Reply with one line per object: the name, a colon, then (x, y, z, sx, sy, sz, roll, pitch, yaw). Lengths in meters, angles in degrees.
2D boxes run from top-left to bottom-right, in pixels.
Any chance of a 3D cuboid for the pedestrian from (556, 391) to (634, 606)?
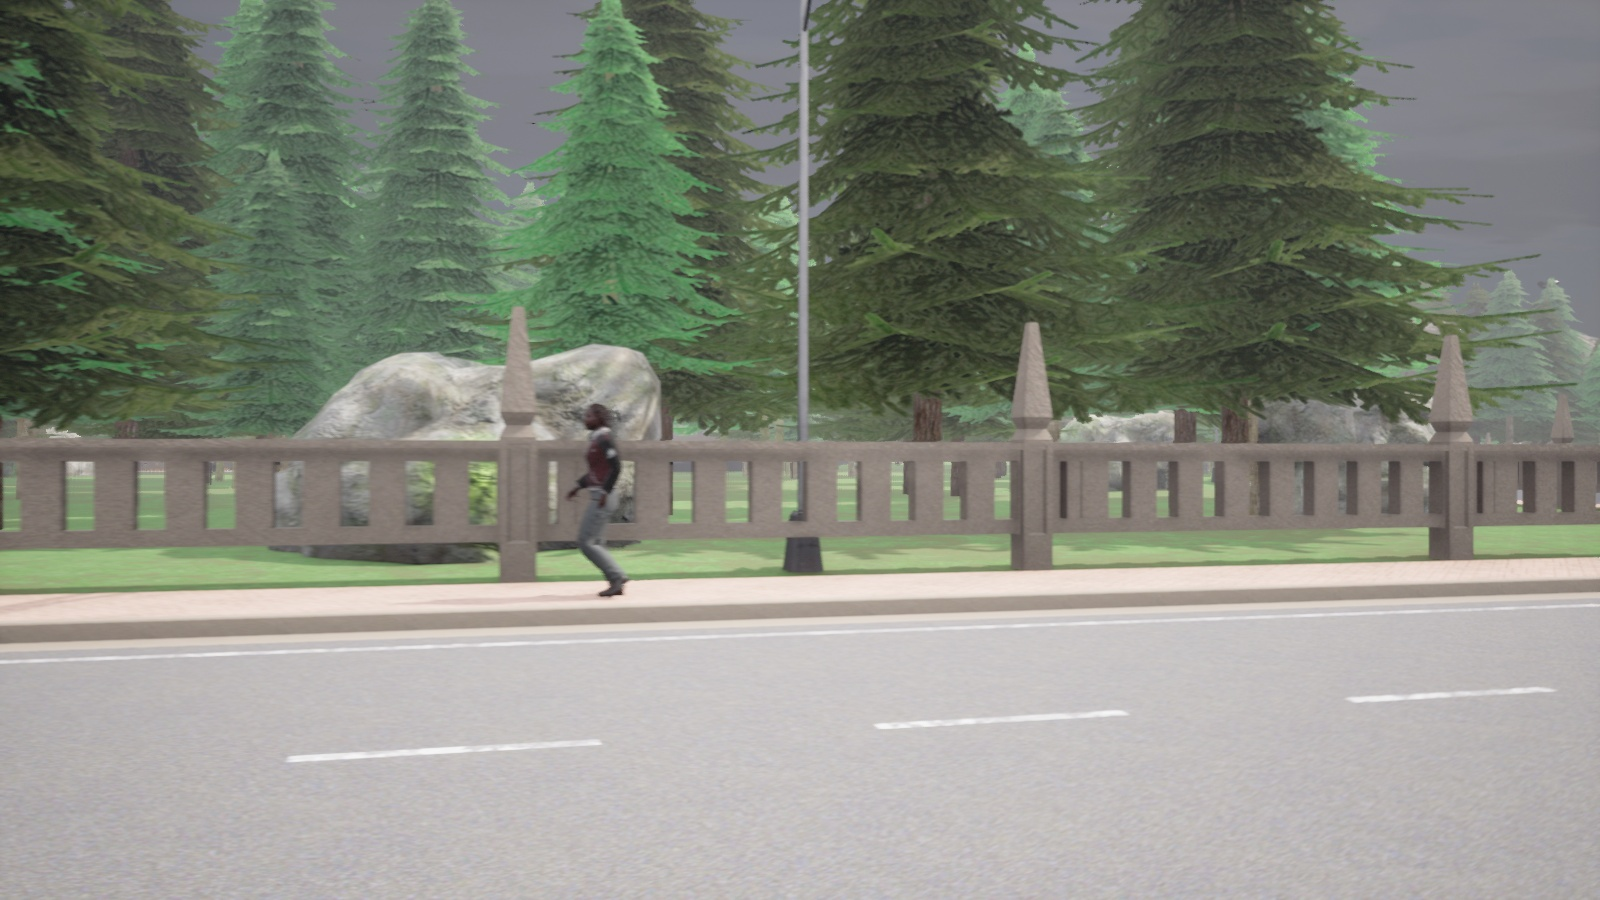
pedestrian: (-1.884, 0.435, 11.526, 0.666, 1.930, 0.402, 0, 0, -16)
